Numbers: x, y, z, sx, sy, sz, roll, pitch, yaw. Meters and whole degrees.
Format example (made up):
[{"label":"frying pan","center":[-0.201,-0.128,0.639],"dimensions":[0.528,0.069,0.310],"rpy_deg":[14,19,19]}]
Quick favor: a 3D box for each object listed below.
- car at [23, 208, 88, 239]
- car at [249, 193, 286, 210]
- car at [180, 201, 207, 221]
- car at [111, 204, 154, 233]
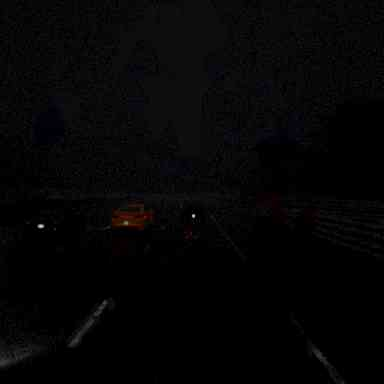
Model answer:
[{"label":"car","center":[-6.894,1.536,17.189],"dimensions":[1.994,1.385,4.181],"rpy_deg":[0,0,0]},{"label":"car","center":[8.670,1.102,38.581],"dimensions":[2.150,2.045,5.566],"rpy_deg":[-2,0,-17]},{"label":"car","center":[0.110,1.467,26.408],"dimensions":[1.837,1.490,4.892],"rpy_deg":[0,0,0]},{"label":"car","center":[-3.393,1.446,19.616],"dimensions":[1.882,1.535,5.008],"rpy_deg":[0,0,0]}]
